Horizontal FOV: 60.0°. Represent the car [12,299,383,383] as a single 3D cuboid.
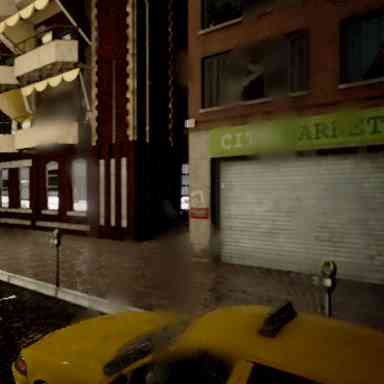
[{"bbox_3d":[0.416,1.526,2.579,4.829,1.417,1.752,0,0,36],"label":"car"}]
